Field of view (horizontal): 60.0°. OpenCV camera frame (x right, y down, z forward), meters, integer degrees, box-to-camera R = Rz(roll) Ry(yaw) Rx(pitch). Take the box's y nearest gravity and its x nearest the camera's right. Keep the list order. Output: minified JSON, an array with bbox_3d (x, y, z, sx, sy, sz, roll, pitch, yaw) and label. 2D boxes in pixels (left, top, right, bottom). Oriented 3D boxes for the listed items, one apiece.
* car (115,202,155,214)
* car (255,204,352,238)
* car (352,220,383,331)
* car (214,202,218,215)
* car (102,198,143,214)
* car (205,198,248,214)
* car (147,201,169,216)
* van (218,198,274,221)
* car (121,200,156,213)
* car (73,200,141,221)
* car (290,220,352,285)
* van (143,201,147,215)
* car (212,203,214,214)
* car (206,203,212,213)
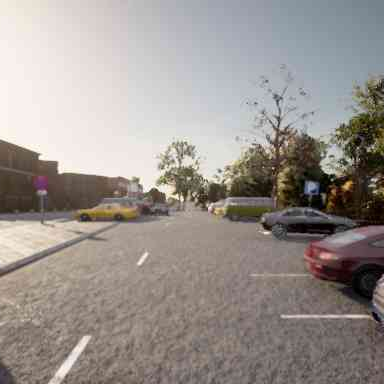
[{"bbox_3d":[-7.546,2.127,44.280,5.008,1.535,2.097,0,-2,-1],"label":"car"},{"bbox_3d":[5.933,1.562,16.989,4.902,1.511,2.128,0,-1,16],"label":"car"},{"bbox_3d":[5.113,1.361,4.724,4.553,1.767,2.185,0,0,0],"label":"car"},{"bbox_3d":[5.040,1.760,31.482,5.366,1.575,1.946,0,-1,-1],"label":"car"},{"bbox_3d":[-7.389,1.661,32.143,4.553,1.767,2.185,0,-1,-1],"label":"car"},{"bbox_3d":[4.676,1.900,45.321,5.566,2.045,2.435,0,-2,-1],"label":"car"},{"bbox_3d":[-3.628,2.006,37.706,1.994,1.385,4.181,0,-1,0],"label":"car"},{"bbox_3d":[4.763,1.481,28.690,4.442,1.987,1.878,0,-1,-1],"label":"van"},{"bbox_3d":[-7.561,2.103,47.318,4.553,1.767,2.185,0,-2,-1],"label":"car"},{"bbox_3d":[-7.578,1.724,29.221,5.366,1.575,1.946,0,-1,-1],"label":"car"},{"bbox_3d":[5.039,1.539,7.894,4.674,1.452,2.002,0,0,0],"label":"car"},{"bbox_3d":[-7.331,1.635,35.182,4.442,1.987,1.878,0,-1,-1],"label":"van"},{"bbox_3d":[5.016,1.820,34.142,5.366,1.575,1.946,0,-1,-1],"label":"car"},{"bbox_3d":[4.750,1.723,39.862,5.566,2.045,2.435,0,-2,-1],"label":"car"}]
